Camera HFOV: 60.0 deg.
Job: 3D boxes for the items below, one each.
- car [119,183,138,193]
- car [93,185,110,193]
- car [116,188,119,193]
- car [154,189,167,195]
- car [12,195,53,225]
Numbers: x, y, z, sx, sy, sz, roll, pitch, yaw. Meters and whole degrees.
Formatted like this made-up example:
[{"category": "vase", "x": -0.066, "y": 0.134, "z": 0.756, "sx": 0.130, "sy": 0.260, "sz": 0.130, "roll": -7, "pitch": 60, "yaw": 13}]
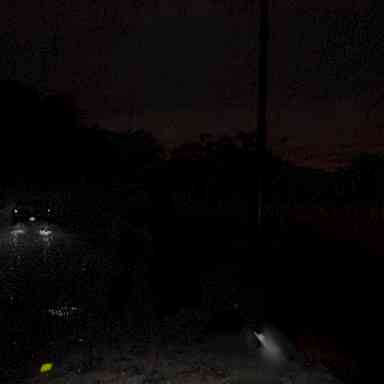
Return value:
[{"category": "car", "x": -10.206, "y": -0.699, "z": 54.869, "sx": 1.970, "sy": 1.475, "sz": 3.806, "roll": -1, "pitch": 0, "yaw": 2}, {"category": "car", "x": -16.099, "y": -0.501, "z": 59.479, "sx": 2.128, "sy": 1.511, "sz": 4.902, "roll": -1, "pitch": -1, "yaw": 5}, {"category": "car", "x": -12.774, "y": -0.415, "z": 62.611, "sx": 1.994, "sy": 1.385, "sz": 4.181, "roll": -1, "pitch": -1, "yaw": 8}, {"category": "car", "x": -7.643, "y": 0.091, "z": 81.661, "sx": 1.837, "sy": 1.490, "sz": 4.892, "roll": -1, "pitch": -2, "yaw": 19}, {"category": "car", "x": -8.598, "y": 0.867, "z": 18.026, "sx": 1.895, "sy": 1.301, "sz": 4.718, "roll": 1, "pitch": 3, "yaw": -25}]
